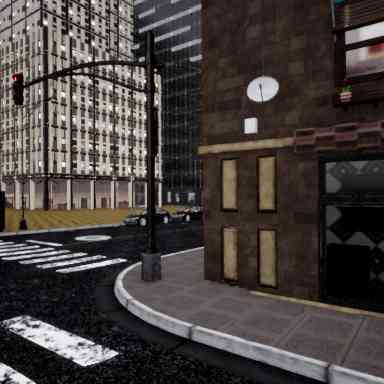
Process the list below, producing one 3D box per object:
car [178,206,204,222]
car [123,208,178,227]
[{"bbox_3d":[-0.243,1.975,30.451,2.008,1.369,4.403,-2,-2,35],"label":"car"},{"bbox_3d":[-3.451,1.894,25.898,2.008,1.369,4.403,-2,-2,35],"label":"car"}]
